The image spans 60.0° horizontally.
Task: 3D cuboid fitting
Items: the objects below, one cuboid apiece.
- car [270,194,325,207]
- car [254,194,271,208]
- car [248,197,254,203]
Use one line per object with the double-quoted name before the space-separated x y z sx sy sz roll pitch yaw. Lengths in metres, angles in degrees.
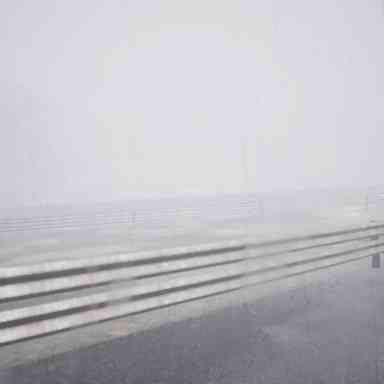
"car" 10.764 0.992 32.891 4.902 1.511 2.128 -3 2 -14
"car" 9.787 0.932 36.252 5.008 1.535 1.882 -3 2 -14
"car" 8.826 0.970 39.620 4.181 1.385 1.994 -3 2 -14
